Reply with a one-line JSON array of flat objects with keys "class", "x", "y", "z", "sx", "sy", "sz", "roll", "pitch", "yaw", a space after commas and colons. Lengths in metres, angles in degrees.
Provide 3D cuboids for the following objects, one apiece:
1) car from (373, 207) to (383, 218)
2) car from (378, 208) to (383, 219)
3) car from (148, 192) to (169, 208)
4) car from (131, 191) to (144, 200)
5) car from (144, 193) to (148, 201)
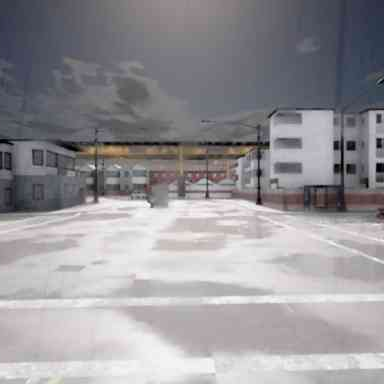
[{"class": "car", "x": 16.511, "y": 1.446, "z": 25.640, "sx": 4.674, "sy": 1.442, "sz": 1.812, "roll": 0, "pitch": 0, "yaw": 1}, {"class": "car", "x": 9.602, "y": 1.456, "z": 11.586, "sx": 4.902, "sy": 1.511, "sz": 2.128, "roll": 0, "pitch": 0, "yaw": -2}, {"class": "car", "x": -3.944, "y": 0.955, "z": 40.479, "sx": 2.097, "sy": 1.767, "sz": 4.553, "roll": 0, "pitch": 1, "yaw": -5}, {"class": "car", "x": -9.534, "y": 0.597, "z": 59.881, "sx": 1.812, "sy": 1.442, "sz": 4.674, "roll": 0, "pitch": 1, "yaw": -30}, {"class": "car", "x": -5.589, "y": 0.843, "z": 50.334, "sx": 1.837, "sy": 1.490, "sz": 4.892, "roll": 0, "pitch": 2, "yaw": -16}]
